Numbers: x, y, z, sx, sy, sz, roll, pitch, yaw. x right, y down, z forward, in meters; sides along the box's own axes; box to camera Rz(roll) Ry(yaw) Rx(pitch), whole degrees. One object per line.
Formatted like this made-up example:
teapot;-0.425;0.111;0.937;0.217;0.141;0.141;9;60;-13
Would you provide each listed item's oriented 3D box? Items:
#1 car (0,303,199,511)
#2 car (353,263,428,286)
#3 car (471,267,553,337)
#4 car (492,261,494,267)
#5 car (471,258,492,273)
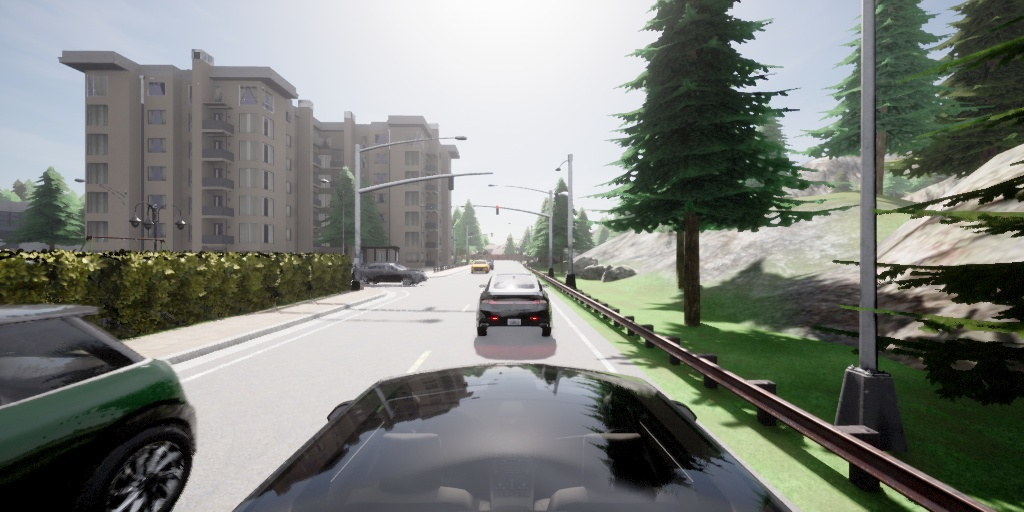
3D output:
car;-3.672;1.102;0.982;2.097;1.767;4.553;0;0;2
car;-8.194;1.228;24.219;4.902;1.511;2.128;0;0;4
car;0.058;1.242;10.331;2.128;1.511;4.902;0;0;0
car;-3.707;1.102;51.932;2.097;1.767;4.553;0;0;0
car;-3.693;1.227;42.321;1.882;1.535;5.008;0;0;0
